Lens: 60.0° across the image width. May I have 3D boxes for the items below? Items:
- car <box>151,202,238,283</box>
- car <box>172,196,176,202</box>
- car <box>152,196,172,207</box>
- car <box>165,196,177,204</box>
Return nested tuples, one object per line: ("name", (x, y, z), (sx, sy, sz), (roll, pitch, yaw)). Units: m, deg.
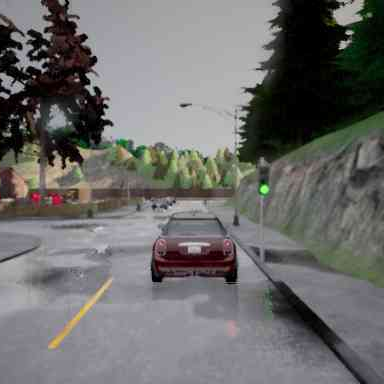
("car", (0.033, 1.354, 9.809), (2.097, 1.767, 4.553), (0, 0, -1))
("car", (-4.066, 1.533, 53.207), (1.812, 1.442, 4.674), (0, 0, 0))
("car", (-4.090, 1.498, 43.177), (2.128, 1.511, 4.902), (0, 0, 0))
("car", (-3.990, 1.557, 63.587), (2.033, 1.411, 5.357), (0, 0, 0))
